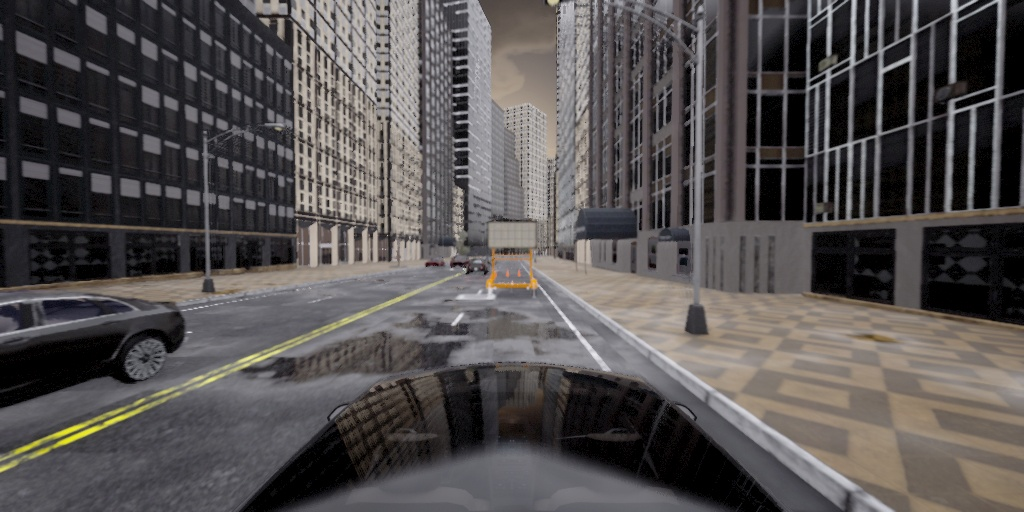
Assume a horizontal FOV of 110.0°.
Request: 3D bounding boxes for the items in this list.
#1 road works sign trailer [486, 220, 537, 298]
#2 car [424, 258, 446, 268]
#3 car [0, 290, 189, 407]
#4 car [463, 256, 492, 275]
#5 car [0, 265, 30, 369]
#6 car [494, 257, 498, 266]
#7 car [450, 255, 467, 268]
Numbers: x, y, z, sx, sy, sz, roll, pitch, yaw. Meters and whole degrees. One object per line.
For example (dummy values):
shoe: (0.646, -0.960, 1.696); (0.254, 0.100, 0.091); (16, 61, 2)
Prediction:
road works sign trailer: (0.006, 0.050, 17.311); (2.380, 3.560, 2.880); (0, 0, 1)
car: (-9.833, 0.883, 46.049); (1.895, 1.301, 4.718); (0, 1, 0)
car: (-6.599, 1.215, 4.189); (2.128, 1.511, 4.902); (0, 1, 0)
car: (-3.149, 0.940, 33.608); (1.812, 1.442, 4.674); (0, 1, 0)
car: (-9.848, 1.074, 4.263); (2.097, 1.767, 4.553); (0, 1, 0)
car: (-3.149, 0.750, 53.587); (2.033, 1.411, 5.357); (0, 1, 0)
car: (-6.579, 0.638, 45.659); (2.097, 1.767, 4.553); (0, 1, 0)
